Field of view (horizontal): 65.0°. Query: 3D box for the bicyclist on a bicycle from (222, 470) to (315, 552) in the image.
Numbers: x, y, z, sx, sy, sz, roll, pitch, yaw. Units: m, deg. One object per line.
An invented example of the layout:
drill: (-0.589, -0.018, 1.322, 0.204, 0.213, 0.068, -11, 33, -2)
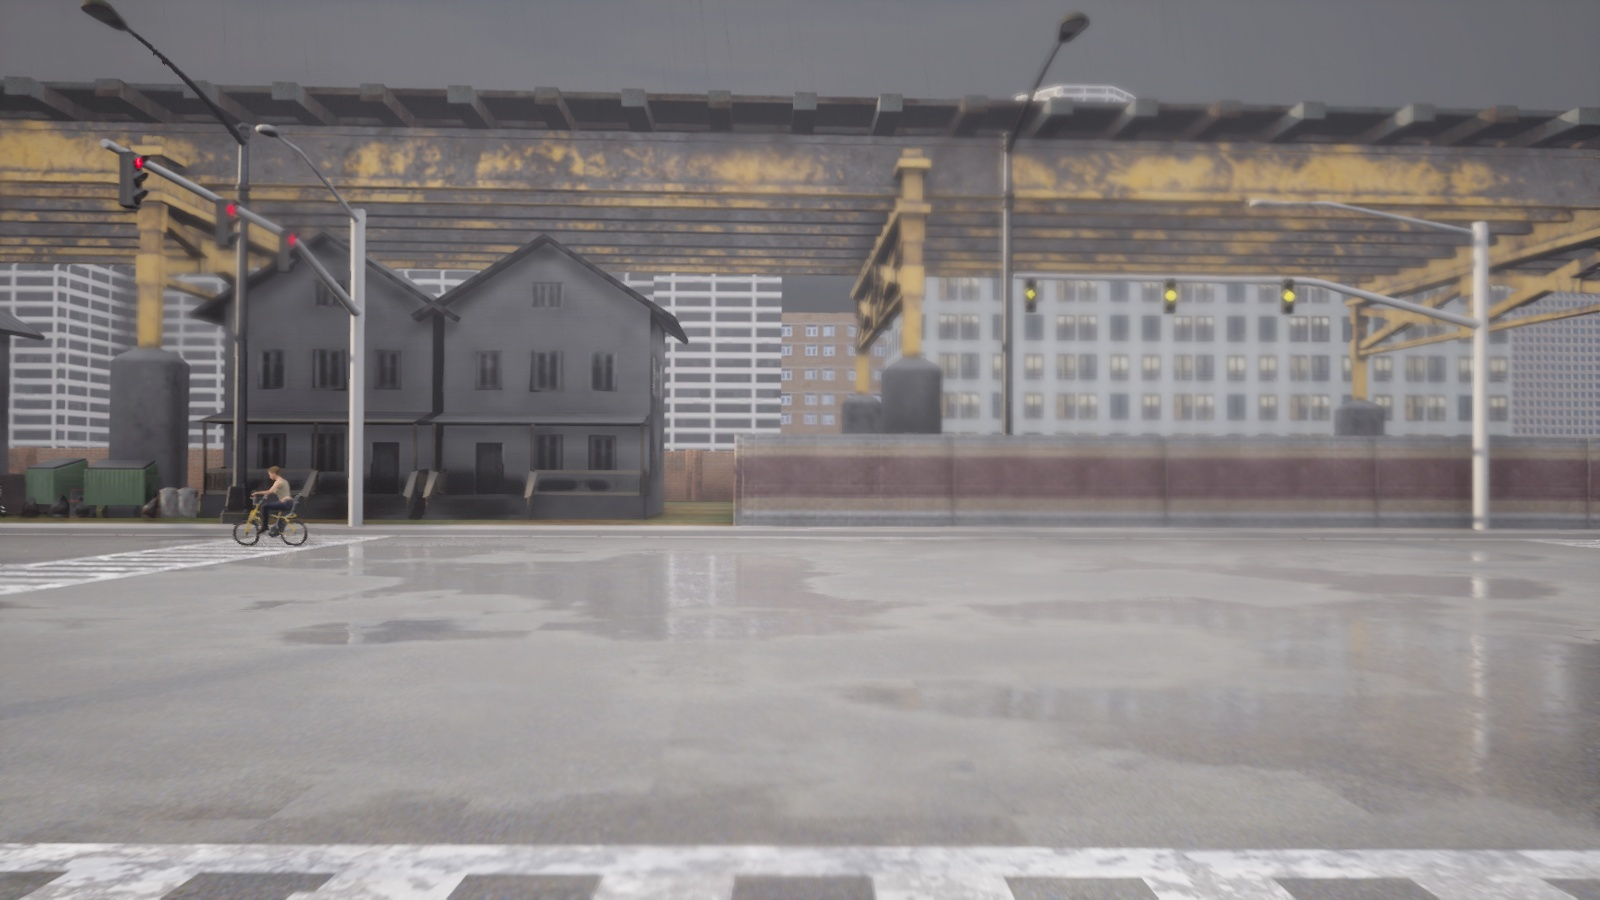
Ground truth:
bicyclist on a bicycle: (-10.709, 1.224, 25.354, 1.509, 1.612, 0.866, 0, -1, 0)
